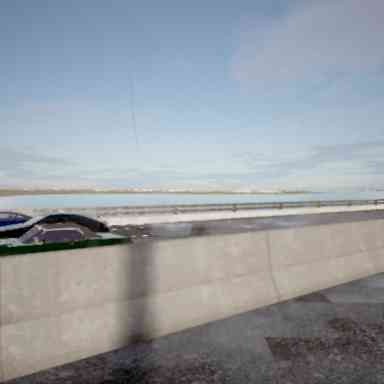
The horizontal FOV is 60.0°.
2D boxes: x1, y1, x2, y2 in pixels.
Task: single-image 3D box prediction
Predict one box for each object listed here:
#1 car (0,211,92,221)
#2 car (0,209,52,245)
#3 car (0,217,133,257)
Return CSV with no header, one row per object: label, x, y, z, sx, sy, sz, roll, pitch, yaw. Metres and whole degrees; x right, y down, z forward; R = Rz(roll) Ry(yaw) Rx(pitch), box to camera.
car,-5.495,1.520,12.960,4.674,1.442,1.812,0,0,-35
car,-8.728,1.558,14.955,4.181,1.385,1.994,0,0,-35
car,-4.234,1.597,9.565,4.718,1.301,1.895,0,0,-35
